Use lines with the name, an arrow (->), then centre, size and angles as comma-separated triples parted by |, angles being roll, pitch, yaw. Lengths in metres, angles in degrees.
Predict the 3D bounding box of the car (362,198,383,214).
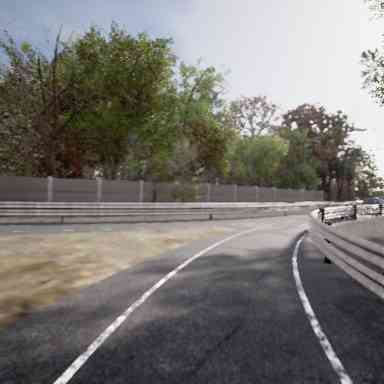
car -> 24.120, 1.782, 43.744 | 2.150, 2.045, 5.566 | 1, 0, 42

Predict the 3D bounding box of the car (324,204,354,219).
car -> 14.565, 1.893, 32.965 | 2.033, 1.411, 5.357 | 1, 0, 41
